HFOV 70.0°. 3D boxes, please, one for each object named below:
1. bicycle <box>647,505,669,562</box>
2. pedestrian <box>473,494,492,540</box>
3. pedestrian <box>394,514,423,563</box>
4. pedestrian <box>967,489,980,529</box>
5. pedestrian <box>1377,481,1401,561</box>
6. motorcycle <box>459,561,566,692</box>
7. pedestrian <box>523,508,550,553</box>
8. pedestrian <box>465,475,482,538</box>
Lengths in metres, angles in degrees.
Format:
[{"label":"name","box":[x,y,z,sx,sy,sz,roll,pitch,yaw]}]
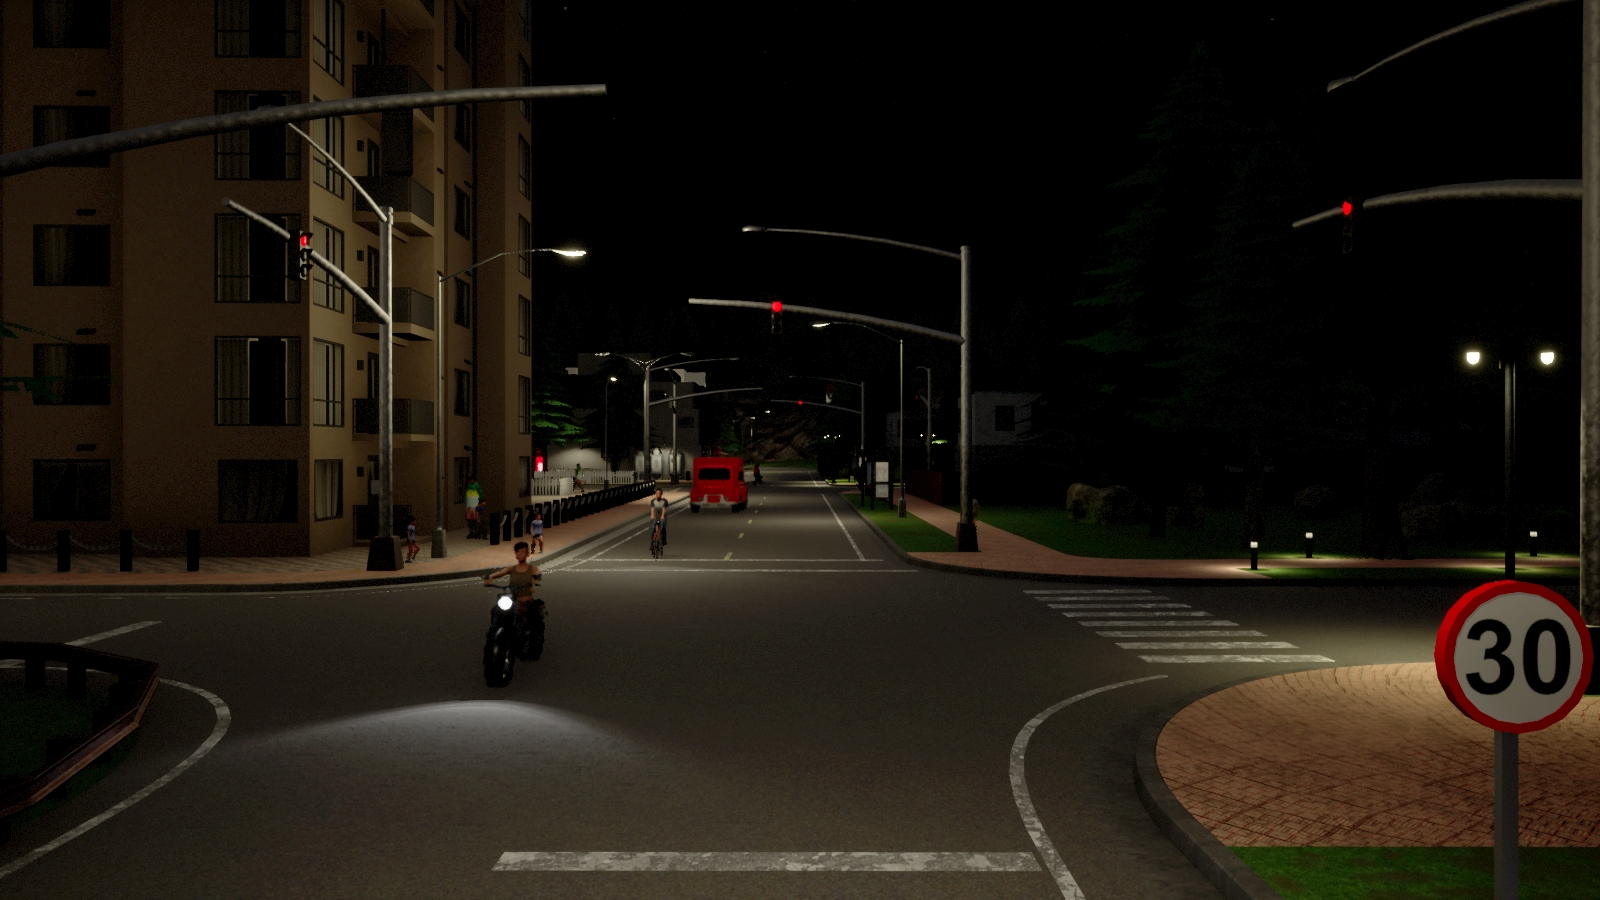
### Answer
[{"label":"bicycle","box":[-3.639,2.127,29.377,0.373,1.314,1.643,0,0,0]},{"label":"pedestrian","box":[-9.319,1.956,33.527,0.375,1.300,0.375,0,0,34]},{"label":"pedestrian","box":[-9.120,2.057,26.636,0.500,1.100,0.500,0,0,1]},{"label":"pedestrian","box":[5.739,1.956,37.887,0.375,1.300,0.375,0,0,-1]},{"label":"pedestrian","box":[13.904,1.665,26.963,0.375,1.860,0.375,0,0,-1]},{"label":"motorcycle","box":[-3.559,2.153,14.357,0.764,1.277,2.356,0,0,0]},{"label":"pedestrian","box":[-6.740,2.056,29.181,0.500,1.100,0.500,0,0,-39]},{"label":"pedestrian","box":[-9.729,1.677,34.040,0.375,1.860,0.375,0,0,12]}]
